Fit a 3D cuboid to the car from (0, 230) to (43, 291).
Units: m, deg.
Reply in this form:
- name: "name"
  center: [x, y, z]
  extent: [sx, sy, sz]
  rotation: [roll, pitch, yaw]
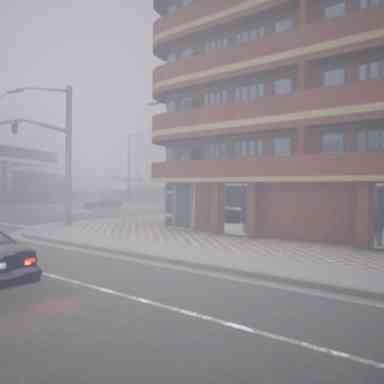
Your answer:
- name: "car"
  center: [-5.615, 1.424, 7.859]
  extent: [5.357, 1.411, 2.033]
  rotation: [1, 1, 38]

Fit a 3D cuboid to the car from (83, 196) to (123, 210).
- name: "car"
  center: [-9.519, 1.145, 35.875]
  extent: [1.812, 1.442, 4.674]
  rotation: [1, 1, 34]
